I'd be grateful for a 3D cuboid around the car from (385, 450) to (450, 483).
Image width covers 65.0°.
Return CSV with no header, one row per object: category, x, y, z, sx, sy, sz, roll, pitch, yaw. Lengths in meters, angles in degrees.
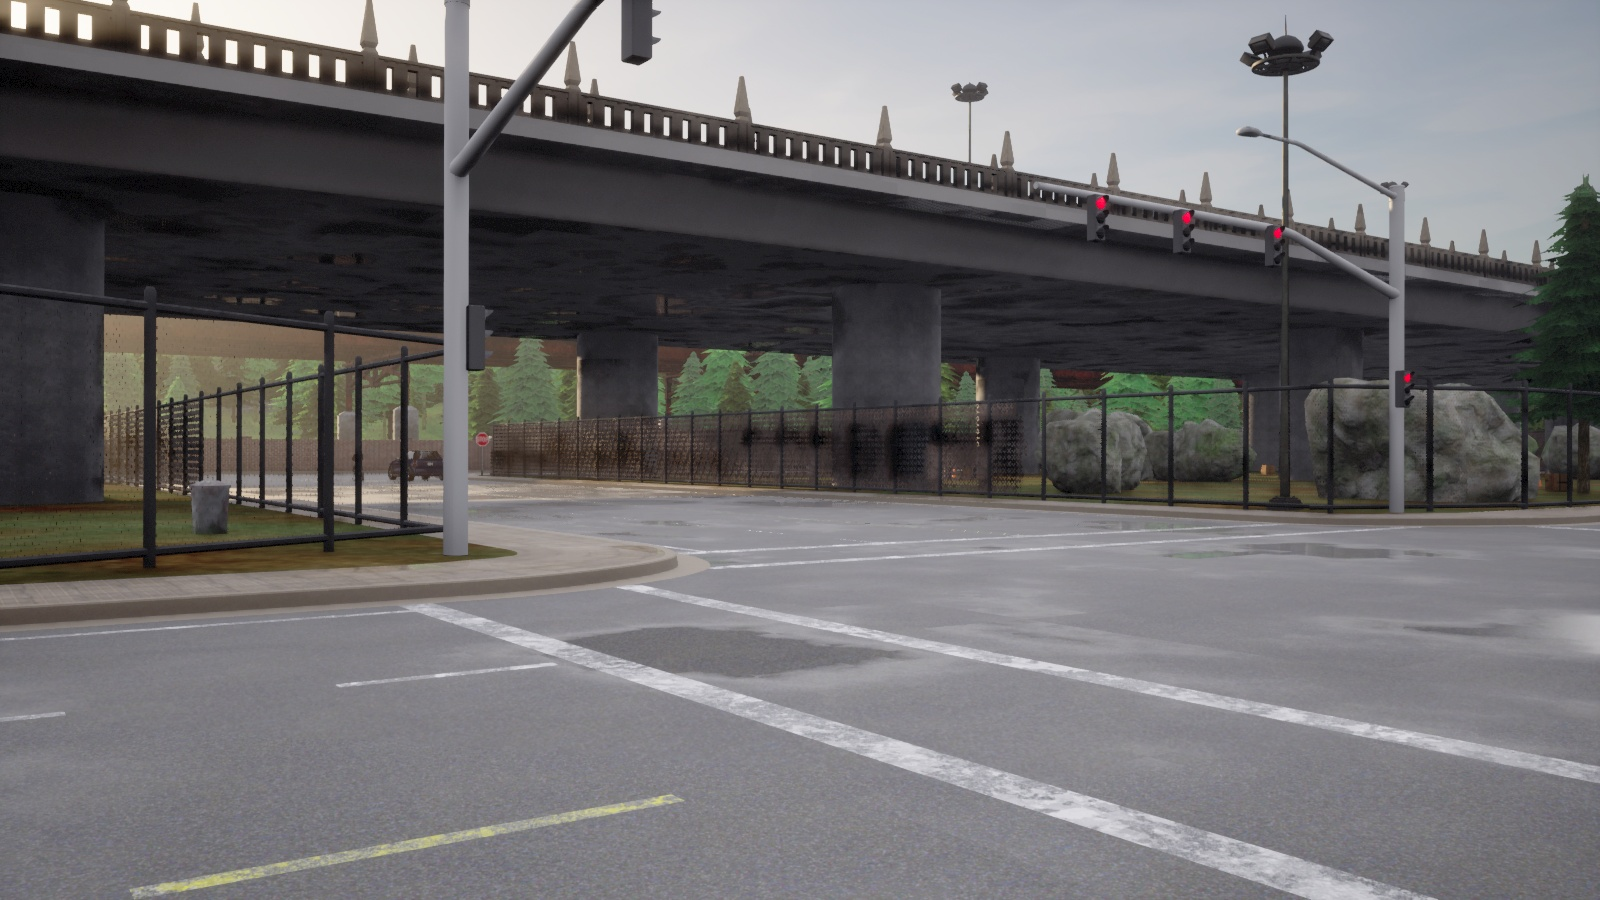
car,-21.011,0.872,68.921,2.097,1.767,4.553,0,0,-35
